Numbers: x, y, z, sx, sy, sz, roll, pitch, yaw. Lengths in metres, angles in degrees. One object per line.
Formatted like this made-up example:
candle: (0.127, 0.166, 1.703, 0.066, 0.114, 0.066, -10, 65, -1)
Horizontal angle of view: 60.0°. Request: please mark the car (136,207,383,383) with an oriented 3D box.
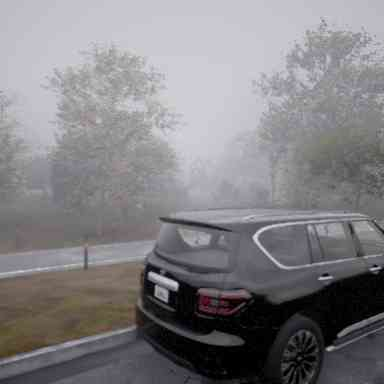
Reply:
car: (1.851, 1.270, 5.377, 5.566, 2.045, 2.435, 0, 0, -35)
